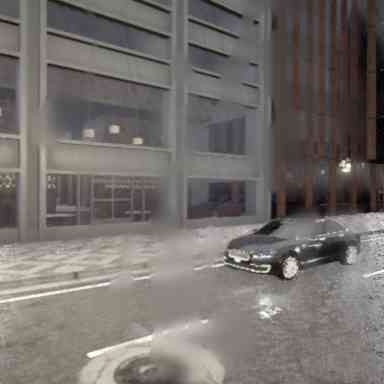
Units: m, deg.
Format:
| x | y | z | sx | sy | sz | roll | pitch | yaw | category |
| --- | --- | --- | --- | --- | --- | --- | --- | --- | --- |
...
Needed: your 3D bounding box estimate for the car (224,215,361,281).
| x | y | z | sx | sy | sz | roll | pitch | yaw | category |
| --- | --- | --- | --- | --- | --- | --- | --- | --- | --- |
| 3.142 | 1.492 | 9.908 | 4.892 | 1.490 | 1.837 | 0 | 0 | -35 | car |
